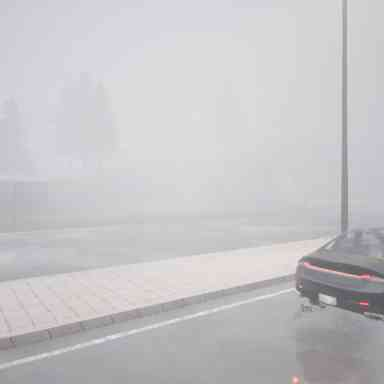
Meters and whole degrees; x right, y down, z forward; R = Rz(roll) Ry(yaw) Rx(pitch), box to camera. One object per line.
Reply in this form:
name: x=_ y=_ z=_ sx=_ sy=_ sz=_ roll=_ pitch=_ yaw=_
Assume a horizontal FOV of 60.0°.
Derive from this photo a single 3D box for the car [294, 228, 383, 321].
car: x=4.124 y=1.492 z=6.689 sx=4.902 sy=1.511 sz=2.128 roll=0 pitch=0 yaw=-35
